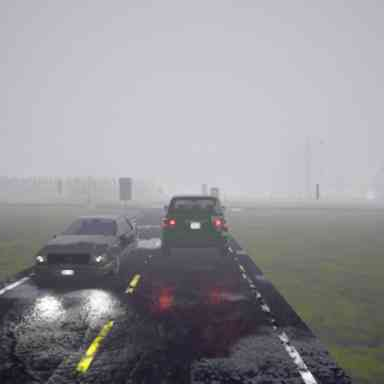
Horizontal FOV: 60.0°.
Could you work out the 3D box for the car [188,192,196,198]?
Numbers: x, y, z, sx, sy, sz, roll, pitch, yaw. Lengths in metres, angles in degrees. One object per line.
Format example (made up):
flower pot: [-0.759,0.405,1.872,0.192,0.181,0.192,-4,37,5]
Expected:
car: [0.008,0.648,86.131,1.812,1.442,4.674,0,1,0]

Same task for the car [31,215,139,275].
car: [-2.847,1.429,10.277,2.033,1.411,5.357,0,1,0]

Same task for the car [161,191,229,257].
car: [0.100,1.076,12.424,2.150,2.045,5.566,0,0,0]

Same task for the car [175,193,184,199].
car: [-2.744,0.808,76.654,1.895,1.301,4.718,0,1,0]

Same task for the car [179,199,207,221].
car: [0.113,1.282,25.254,1.994,1.385,4.181,0,1,1]
